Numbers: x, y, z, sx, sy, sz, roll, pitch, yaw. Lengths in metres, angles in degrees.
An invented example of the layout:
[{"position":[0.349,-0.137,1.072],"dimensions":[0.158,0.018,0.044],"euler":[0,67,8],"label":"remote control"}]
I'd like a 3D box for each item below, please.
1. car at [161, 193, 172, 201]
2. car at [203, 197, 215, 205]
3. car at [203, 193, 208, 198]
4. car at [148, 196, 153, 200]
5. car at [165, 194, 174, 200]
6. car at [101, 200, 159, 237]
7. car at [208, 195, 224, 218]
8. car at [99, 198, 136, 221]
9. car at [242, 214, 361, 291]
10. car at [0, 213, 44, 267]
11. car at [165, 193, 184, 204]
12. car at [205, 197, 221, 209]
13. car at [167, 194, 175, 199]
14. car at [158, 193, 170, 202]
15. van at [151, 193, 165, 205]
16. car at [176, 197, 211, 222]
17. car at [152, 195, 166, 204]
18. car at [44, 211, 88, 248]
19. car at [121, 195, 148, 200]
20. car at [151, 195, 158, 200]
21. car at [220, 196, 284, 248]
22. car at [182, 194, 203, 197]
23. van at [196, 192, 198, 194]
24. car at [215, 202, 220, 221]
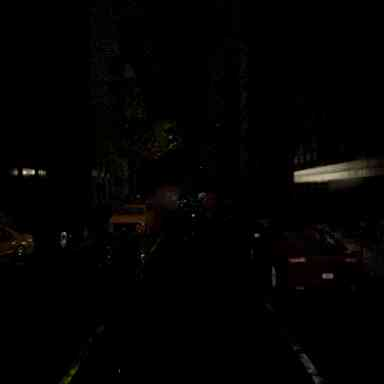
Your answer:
[{"position":[-5.852,1.131,76.440],"dimensions":[2.192,1.841,5.009],"euler":[0,0,0],"label":"car"},{"position":[2.672,1.423,53.870],"dimensions":[1.802,1.307,4.206],"euler":[0,0,0],"label":"car"},{"position":[2.672,1.190,36.954],"dimensions":[2.192,1.841,5.009],"euler":[0,0,0],"label":"car"},{"position":[-5.853,1.441,36.965],"dimensions":[1.947,1.339,4.313],"euler":[0,0,0],"label":"car"},{"position":[-5.852,1.251,87.720],"dimensions":[1.967,1.590,4.097],"euler":[0,0,0],"label":"car"},{"position":[-3.099,1.413,17.763],"dimensions":[1.882,1.535,5.008],"euler":[0,0,0],"label":"car"},{"position":[2.672,1.225,25.676],"dimensions":[2.192,1.841,5.009],"euler":[0,0,0],"label":"car"},{"position":[-5.854,1.455,25.685],"dimensions":[1.887,1.381,4.507],"euler":[0,0,0],"label":"car"},{"position":[2.670,1.511,8.760],"dimensions":[1.887,1.381,4.507],"euler":[0,0,0],"label":"car"},{"position":[-5.855,1.492,8.596],"dimensions":[1.752,1.417,4.829],"euler":[0,0,0],"label":"car"},{"position":[-3.048,1.327,58.229],"dimensions":[2.128,1.511,4.902],"euler":[0,0,1],"label":"car"},{"position":[2.672,1.384,42.762],"dimensions":[1.752,1.417,4.829],"euler":[0,0,0],"label":"car"},{"position":[-5.851,1.252,93.358],"dimensions":[1.967,1.590,4.097],"euler":[0,0,0],"label":"car"},{"position":[-5.852,1.137,70.801],"dimensions":[2.192,1.841,5.009],"euler":[0,0,0],"label":"car"},{"position":[-5.853,1.182,53.882],"dimensions":[1.690,1.788,3.998],"euler":[0,0,0],"label":"van"},{"position":[0.103,1.403,25.431],"dimensions":[2.128,1.511,4.902],"euler":[0,0,0],"label":"car"},{"position":[-5.853,1.275,59.522],"dimensions":[1.967,1.590,4.097],"euler":[0,0,0],"label":"car"},{"position":[-5.855,1.513,14.407],"dimensions":[1.947,1.339,4.313],"euler":[0,0,0],"label":"car"},{"position":[-5.853,1.208,31.324],"dimensions":[2.192,1.841,5.009],"euler":[0,0,0],"label":"car"},{"position":[-5.853,1.441,42.603],"dimensions":[1.802,1.307,4.206],"euler":[0,0,0],"label":"car"},{"position":[2.671,1.262,14.399],"dimensions":[2.192,1.841,5.009],"euler":[0,0,0],"label":"car"},{"position":[0.104,1.347,43.913],"dimensions":[2.128,1.511,4.902],"euler":[0,0,0],"label":"car"},{"position":[2.673,1.152,87.704],"dimensions":[1.690,1.788,3.998],"euler":[0,0,0],"label":"van"},{"position":[2.671,1.494,20.037],"dimensions":[1.947,1.339,4.313],"euler":[0,0,0],"label":"car"}]
